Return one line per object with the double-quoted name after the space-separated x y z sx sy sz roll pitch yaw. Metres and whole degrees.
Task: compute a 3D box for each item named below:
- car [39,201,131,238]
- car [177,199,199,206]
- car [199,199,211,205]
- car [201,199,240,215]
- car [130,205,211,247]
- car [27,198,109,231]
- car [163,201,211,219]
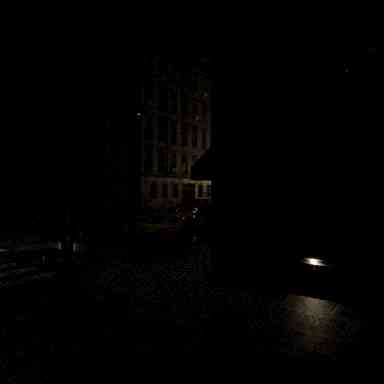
-5.187 1.457 17.802 1.882 1.535 5.008 0 0 34 "car"
0.649 1.321 25.970 2.097 1.767 4.553 0 0 35 "car"
2.868 1.314 19.639 2.192 1.841 5.009 0 0 36 "car"
2.945 1.493 33.554 1.887 1.381 4.507 0 0 36 "car"
-0.337 1.530 15.158 1.752 1.417 4.829 0 0 36 "car"
-6.958 1.282 19.693 2.192 1.841 5.009 0 0 36 "car"
-0.357 1.521 28.934 1.947 1.339 4.313 0 0 36 "car"
